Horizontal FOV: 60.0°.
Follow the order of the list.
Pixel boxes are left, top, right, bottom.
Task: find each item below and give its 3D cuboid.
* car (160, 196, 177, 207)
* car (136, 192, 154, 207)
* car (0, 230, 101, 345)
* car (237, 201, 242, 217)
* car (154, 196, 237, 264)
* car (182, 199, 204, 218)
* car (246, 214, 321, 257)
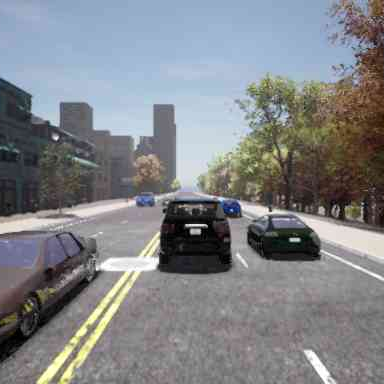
[{"bbox_3d":[-3.341,1.341,48.114,2.128,1.511,4.902,0,0,0],"label":"car"},{"bbox_3d":[-6.593,1.074,47.685,2.150,2.045,5.566,0,0,0],"label":"car"},{"bbox_3d":[-3.355,1.526,6.707,2.033,1.411,5.357,0,0,0],"label":"car"},{"bbox_3d":[3.342,1.384,30.404,1.882,1.535,5.008,0,0,0],"label":"car"},{"bbox_3d":[0.097,1.185,11.867,2.150,2.045,5.566,0,0,0],"label":"car"},{"bbox_3d":[0.092,1.433,29.901,1.812,1.442,4.674,0,0,0],"label":"car"},{"bbox_3d":[3.346,1.524,12.845,1.994,1.385,4.181,0,0,0],"label":"car"}]
